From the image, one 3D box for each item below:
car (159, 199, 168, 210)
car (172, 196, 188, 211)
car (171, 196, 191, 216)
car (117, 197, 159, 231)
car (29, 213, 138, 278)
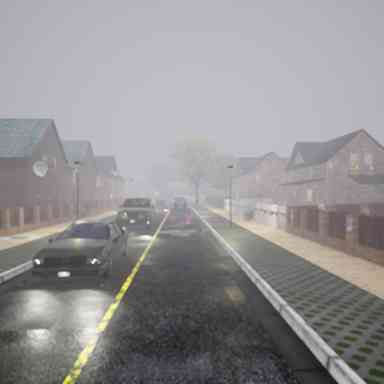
[{"bbox_3d":[-4.670,1.812,50.183,1.882,1.535,5.008,0,0,-2],"label":"car"},{"bbox_3d":[-1.644,1.531,46.223,2.150,2.045,5.566,0,0,-1],"label":"car"},{"bbox_3d":[-1.235,1.603,36.373,2.097,1.767,4.553,0,0,-2],"label":"car"},{"bbox_3d":[-3.624,1.382,22.371,2.150,2.045,5.566,0,0,-2],"label":"car"},{"bbox_3d":[-3.202,1.628,10.729,2.033,1.411,5.357,0,0,-2],"label":"car"}]
